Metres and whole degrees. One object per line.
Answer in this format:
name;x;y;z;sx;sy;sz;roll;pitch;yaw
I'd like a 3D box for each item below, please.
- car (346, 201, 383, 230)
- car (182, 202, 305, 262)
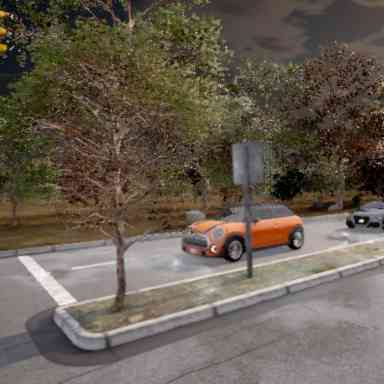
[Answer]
car;9.894;1.188;17.430;4.181;1.385;1.994;-2;1;-36
car;1.861;1.202;11.694;4.553;1.767;2.097;-2;1;-35
